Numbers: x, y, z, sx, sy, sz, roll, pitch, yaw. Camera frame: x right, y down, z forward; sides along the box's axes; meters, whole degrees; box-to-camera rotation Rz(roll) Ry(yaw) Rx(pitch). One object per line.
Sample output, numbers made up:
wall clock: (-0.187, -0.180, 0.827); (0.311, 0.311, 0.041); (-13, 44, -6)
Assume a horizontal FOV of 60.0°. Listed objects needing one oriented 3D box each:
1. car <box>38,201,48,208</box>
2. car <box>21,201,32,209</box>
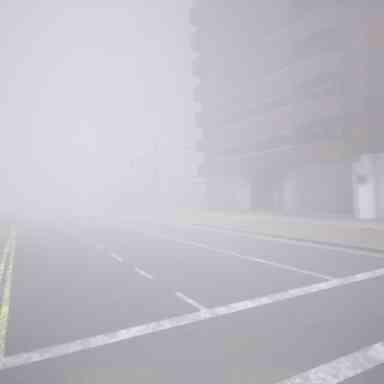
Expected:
car: (-35.428, 2.873, 78.923); (1.812, 1.442, 4.674); (-3, 0, -27)
car: (-38.526, 2.861, 77.285); (2.097, 1.767, 4.553); (-3, 0, -27)
